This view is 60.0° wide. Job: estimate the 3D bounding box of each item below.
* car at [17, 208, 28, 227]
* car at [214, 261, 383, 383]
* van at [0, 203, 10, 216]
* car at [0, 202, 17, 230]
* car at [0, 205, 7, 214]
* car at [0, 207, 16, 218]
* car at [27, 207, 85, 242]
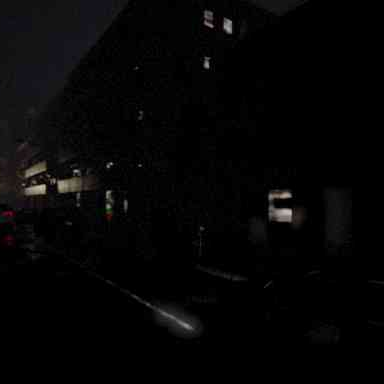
[{"bbox_3d":[-14.155,2.103,28.547,1.967,1.590,4.097,2,-2,-34],"label":"car"},{"bbox_3d":[2.234,1.638,4.104,1.837,1.490,4.892,1,-2,-34],"label":"car"},{"bbox_3d":[-27.045,2.428,47.300,1.690,1.788,3.998,2,-2,-34],"label":"van"},{"bbox_3d":[-14.929,1.784,25.046,2.150,2.045,5.566,1,-2,-34],"label":"car"},{"bbox_3d":[-30.272,2.742,51.983,1.887,1.381,4.507,2,-2,-34],"label":"car"},{"bbox_3d":[-23.826,2.561,42.607,1.802,1.307,4.206,2,-2,-34],"label":"car"},{"bbox_3d":[-7.707,1.772,19.174,2.192,1.841,5.009,2,-2,-34],"label":"car"}]
